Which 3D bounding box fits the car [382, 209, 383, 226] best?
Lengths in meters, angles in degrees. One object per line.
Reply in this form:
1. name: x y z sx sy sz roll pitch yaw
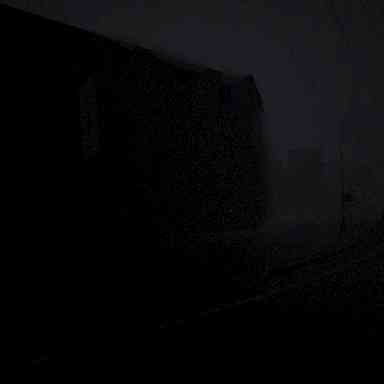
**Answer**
1. car: 17.805 1.977 28.510 2.150 2.045 5.566 -2 -3 22
